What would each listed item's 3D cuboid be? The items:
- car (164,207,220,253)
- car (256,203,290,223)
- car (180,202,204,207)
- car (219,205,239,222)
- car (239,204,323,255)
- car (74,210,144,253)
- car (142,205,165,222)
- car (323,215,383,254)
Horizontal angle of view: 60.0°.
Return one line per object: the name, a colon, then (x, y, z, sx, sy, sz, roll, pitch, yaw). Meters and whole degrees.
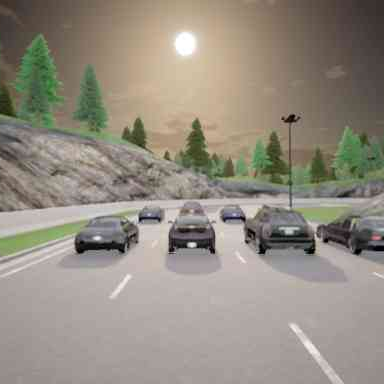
car: (0.003, 1.644, 14.307, 1.837, 1.490, 4.892, 0, 0, 0)
car: (7.009, 1.787, 29.311, 1.837, 1.490, 4.892, 0, 0, 0)
car: (0.005, 1.627, 29.088, 2.097, 1.767, 4.553, 0, -1, 0)
car: (3.511, 1.843, 29.316, 1.994, 1.385, 4.181, 0, 0, 0)
car: (3.501, 1.485, 14.094, 2.097, 1.767, 4.553, 0, -1, 0)
car: (-3.498, 1.701, 14.321, 1.994, 1.385, 4.181, 0, 0, 0)
car: (-3.490, 1.843, 29.294, 1.994, 1.385, 4.181, 0, -1, 1)
car: (7.000, 1.681, 13.998, 2.033, 1.411, 5.357, 0, -1, 0)
